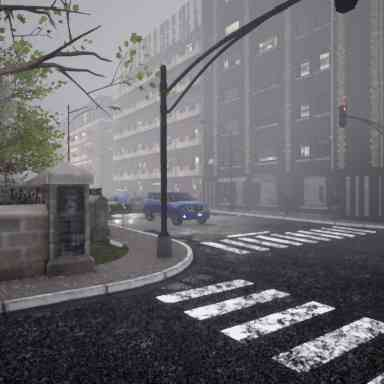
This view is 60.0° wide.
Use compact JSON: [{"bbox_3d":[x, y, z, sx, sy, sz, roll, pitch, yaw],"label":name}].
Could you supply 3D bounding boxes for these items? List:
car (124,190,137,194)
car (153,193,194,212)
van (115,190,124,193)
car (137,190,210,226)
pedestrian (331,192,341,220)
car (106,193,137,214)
[{"bbox_3d":[-5.120,0.727,36.806,2.192,1.841,5.009,1,1,-36],"label":"car"},{"bbox_3d":[-1.858,0.950,32.353,1.967,1.590,4.097,1,1,-36],"label":"car"},{"bbox_3d":[-8.386,0.655,41.261,1.690,1.788,3.998,1,1,-36],"label":"van"},{"bbox_3d":[-1.179,0.926,21.607,2.150,2.045,5.566,0,1,-36],"label":"car"},{"bbox_3d":[9.418,0.902,21.923,0.375,1.860,0.375,1,-1,-36],"label":"pedestrian"},{"bbox_3d":[-6.840,1.098,29.334,1.994,1.385,4.181,0,1,-36],"label":"car"}]
